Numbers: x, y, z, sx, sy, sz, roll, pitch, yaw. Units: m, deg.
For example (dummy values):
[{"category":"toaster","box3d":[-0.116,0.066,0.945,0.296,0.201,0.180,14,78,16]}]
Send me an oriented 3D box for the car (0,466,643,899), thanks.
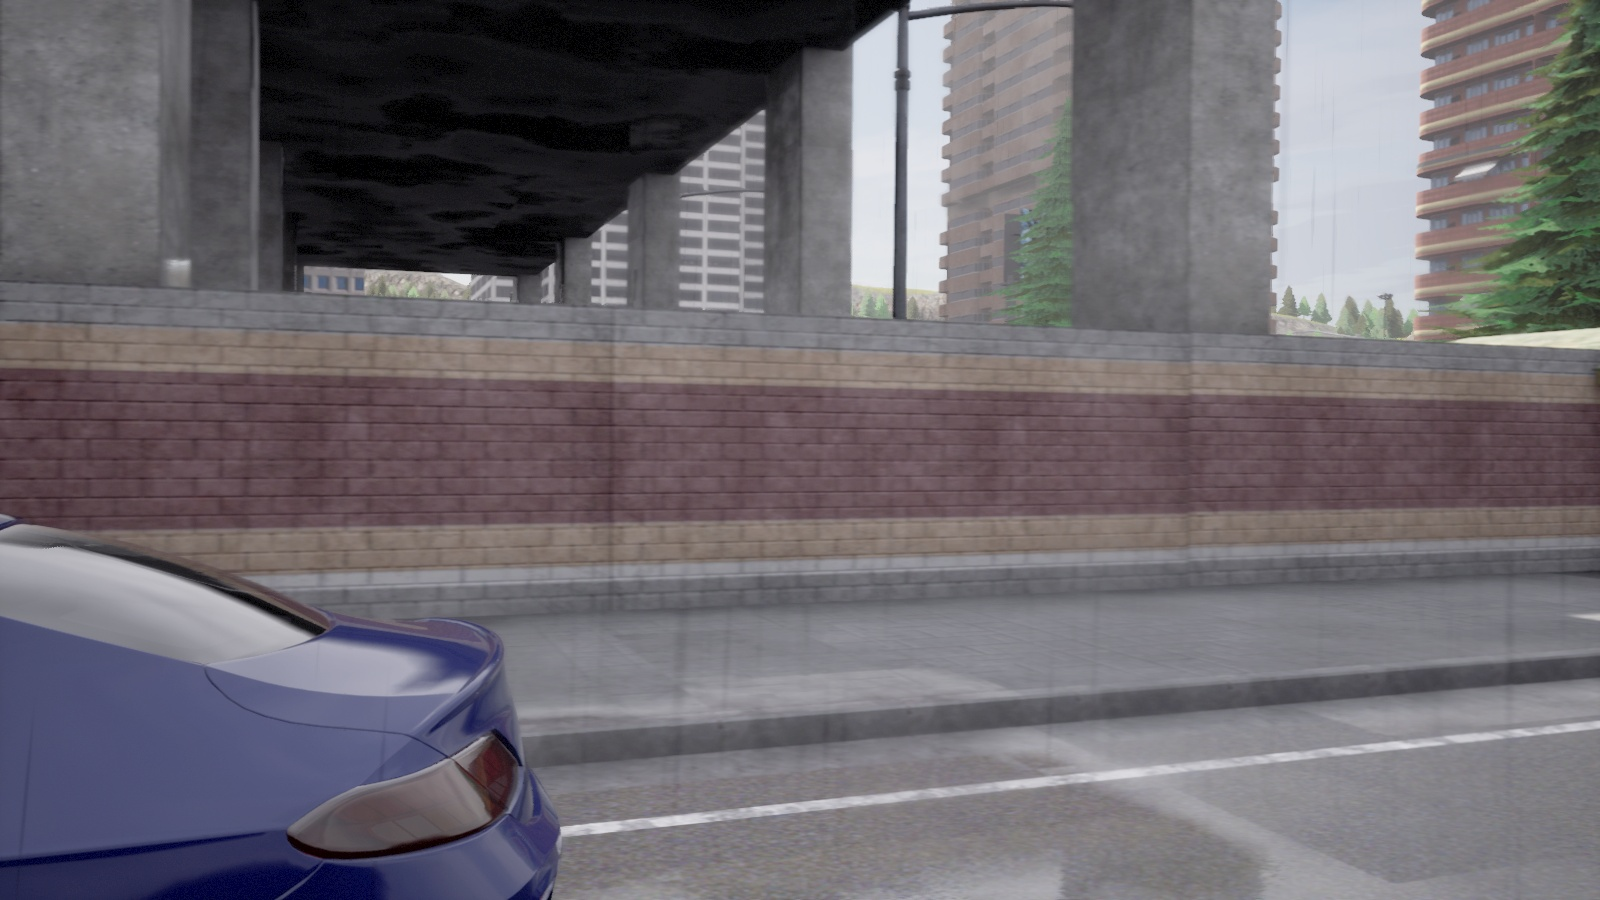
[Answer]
[{"category":"car","box3d":[-2.777,0.818,2.185,4.674,1.442,1.812,-1,1,-21]}]
